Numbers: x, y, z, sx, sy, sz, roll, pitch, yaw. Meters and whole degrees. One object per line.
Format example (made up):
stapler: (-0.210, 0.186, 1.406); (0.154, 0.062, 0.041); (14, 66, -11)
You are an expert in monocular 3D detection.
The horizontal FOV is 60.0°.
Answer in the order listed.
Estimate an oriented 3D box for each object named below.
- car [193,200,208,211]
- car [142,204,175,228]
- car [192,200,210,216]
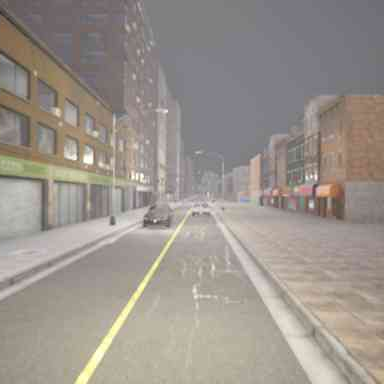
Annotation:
car: (1.271, 1.908, 47.774); (2.033, 1.411, 5.357); (0, 0, 1)
car: (-2.279, 1.648, 23.499); (1.837, 1.490, 4.892); (0, 0, 2)
car: (0.956, 1.855, 35.223); (1.895, 1.301, 4.718); (0, 0, 1)
